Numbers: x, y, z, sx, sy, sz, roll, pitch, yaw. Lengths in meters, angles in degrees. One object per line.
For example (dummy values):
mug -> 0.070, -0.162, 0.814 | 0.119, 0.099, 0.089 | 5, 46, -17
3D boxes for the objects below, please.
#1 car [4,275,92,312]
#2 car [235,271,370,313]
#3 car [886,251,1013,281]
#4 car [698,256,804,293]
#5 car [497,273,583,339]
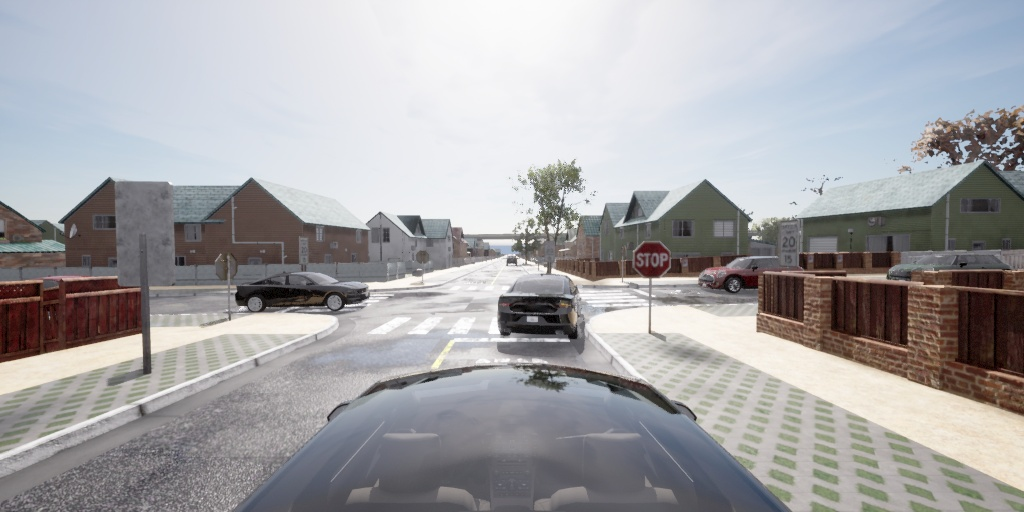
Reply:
car -> -18.026, 1.546, 14.664 | 5.008, 1.535, 1.882 | -1, 2, 0
car -> -8.473, 1.376, 14.730 | 5.008, 1.535, 1.882 | -1, 2, 0
car -> 21.696, 0.646, 17.895 | 4.553, 1.767, 2.097 | -1, 2, 0
car -> 11.801, 0.820, 17.820 | 4.553, 1.767, 2.097 | -1, 2, 0
car -> 0.955, 1.224, 10.207 | 1.882, 1.535, 5.008 | 0, 0, 12
